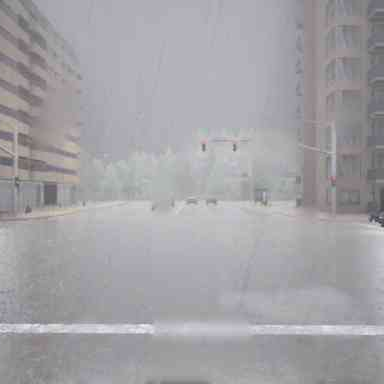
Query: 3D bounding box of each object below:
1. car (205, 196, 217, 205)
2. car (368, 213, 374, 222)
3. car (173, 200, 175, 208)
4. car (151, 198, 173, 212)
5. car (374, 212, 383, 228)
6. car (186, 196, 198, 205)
[{"bbox_3d":[3.488,1.504,60.174,1.837,1.490,4.892,0,0,0],"label":"car"},{"bbox_3d":[14.797,1.547,22.049,5.357,1.411,2.033,0,0,4],"label":"car"},{"bbox_3d":[-3.574,1.563,48.948,1.994,1.385,4.181,0,0,0],"label":"car"},{"bbox_3d":[-3.576,1.525,38.866,1.812,1.442,4.674,0,0,0],"label":"car"},{"bbox_3d":[12.861,1.564,18.366,4.181,1.385,1.994,0,0,1],"label":"car"},{"bbox_3d":[-0.012,1.525,60.173,1.812,1.442,4.674,0,0,0],"label":"car"}]
